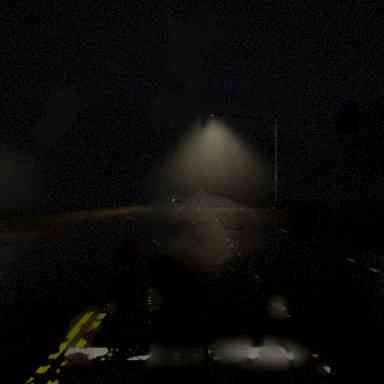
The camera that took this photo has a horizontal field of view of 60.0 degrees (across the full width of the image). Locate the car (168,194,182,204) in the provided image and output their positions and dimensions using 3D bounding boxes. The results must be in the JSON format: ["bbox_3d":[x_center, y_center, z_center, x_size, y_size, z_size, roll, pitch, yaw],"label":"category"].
[{"bbox_3d":[-2.669,1.084,52.486,2.128,1.511,4.902,0,1,2],"label":"car"}]
